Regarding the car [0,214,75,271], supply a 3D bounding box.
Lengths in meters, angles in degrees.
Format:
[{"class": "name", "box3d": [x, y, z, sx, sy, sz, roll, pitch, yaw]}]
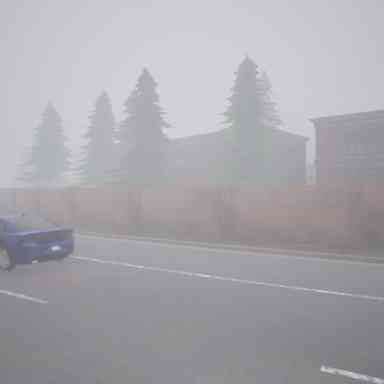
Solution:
[{"class": "car", "box3d": [-5.999, 1.470, 10.928, 5.008, 1.535, 1.882, 0, 0, 33]}]
